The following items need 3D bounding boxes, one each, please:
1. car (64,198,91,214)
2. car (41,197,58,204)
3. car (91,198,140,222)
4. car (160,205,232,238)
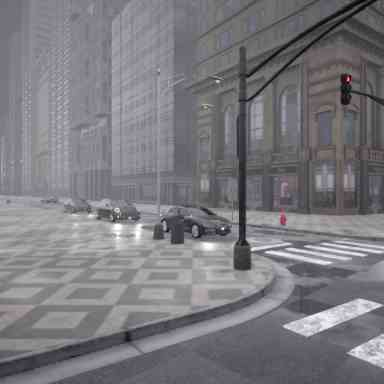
[{"bbox_3d":[-11.702,1.406,33.967,1.837,1.490,4.892,0,0,-35],"label":"car"},{"bbox_3d":[-25.115,1.451,58.321,1.895,1.301,4.718,0,0,-36],"label":"car"},{"bbox_3d":[-5.742,1.277,25.572,2.097,1.767,4.553,0,0,-35],"label":"car"},{"bbox_3d":[0.043,1.458,17.429,1.837,1.490,4.892,0,0,-35],"label":"car"}]
